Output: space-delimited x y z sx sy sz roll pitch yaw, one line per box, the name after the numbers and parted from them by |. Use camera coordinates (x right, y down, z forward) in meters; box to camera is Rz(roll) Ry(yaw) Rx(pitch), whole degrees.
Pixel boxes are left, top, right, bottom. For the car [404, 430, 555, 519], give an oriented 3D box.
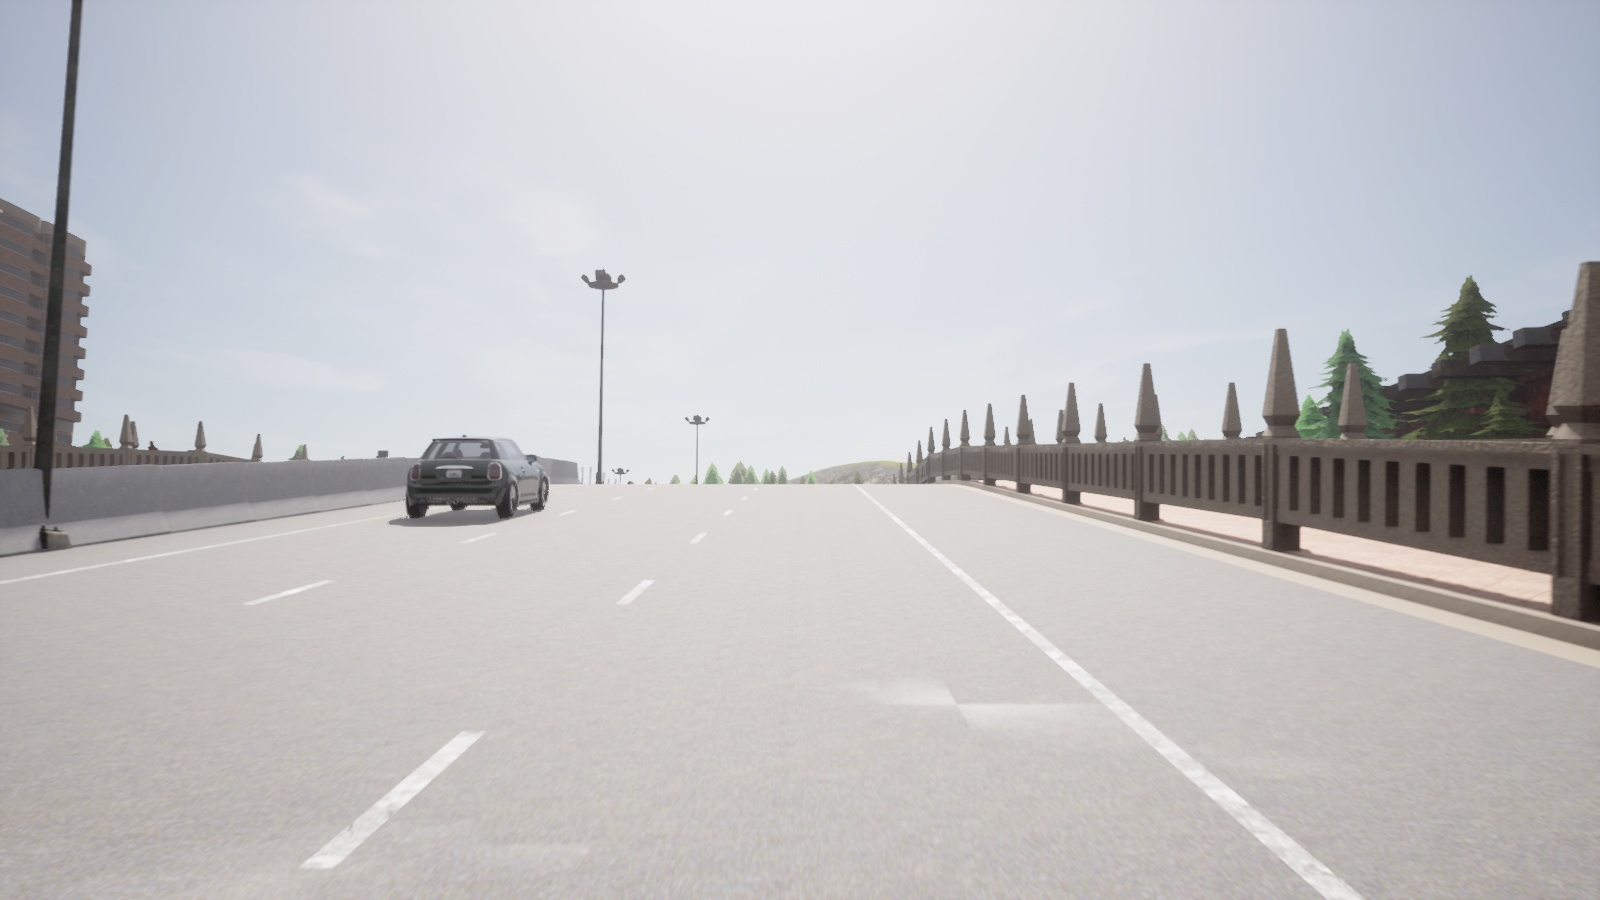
-6.827 0.485 27.272 2.097 1.767 4.553 0 0 0 | car
